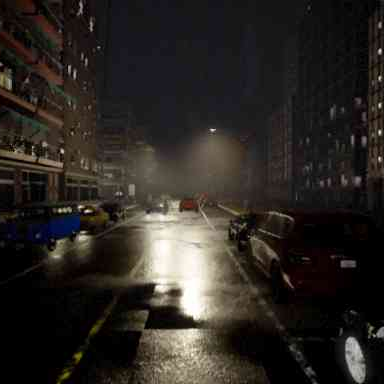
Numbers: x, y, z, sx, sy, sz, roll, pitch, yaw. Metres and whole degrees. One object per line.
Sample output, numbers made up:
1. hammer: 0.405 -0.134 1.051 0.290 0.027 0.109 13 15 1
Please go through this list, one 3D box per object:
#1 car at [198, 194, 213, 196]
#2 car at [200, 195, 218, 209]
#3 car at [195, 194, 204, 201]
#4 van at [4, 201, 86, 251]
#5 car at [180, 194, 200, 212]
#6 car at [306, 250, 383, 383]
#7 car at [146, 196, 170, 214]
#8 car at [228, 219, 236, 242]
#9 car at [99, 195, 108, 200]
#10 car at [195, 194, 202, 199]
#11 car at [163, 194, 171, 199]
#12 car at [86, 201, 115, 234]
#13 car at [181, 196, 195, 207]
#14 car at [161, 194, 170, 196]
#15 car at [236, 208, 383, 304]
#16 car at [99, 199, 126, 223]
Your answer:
1. car: 2.136 1.140 46.633 2.192 1.841 5.009 0 0 -1
2. car: 2.202 1.410 41.111 1.947 1.339 4.313 0 0 -1
3. car: 1.747 1.274 79.020 1.887 1.381 4.507 0 0 -1
4. van: -5.847 1.285 13.398 1.690 1.788 3.998 0 0 -1
5. car: -0.344 1.335 37.095 1.882 1.535 5.008 0 0 -1
6. car: 2.666 1.539 2.454 2.008 1.369 4.403 0 0 -1
7. car: -3.395 1.462 33.116 2.033 1.411 5.357 0 0 -1
8. car: 2.533 1.509 13.499 1.947 1.339 4.313 0 0 -1
9. car: -17.136 1.127 59.386 4.403 1.369 2.008 1 -1 -1
10. car: 1.612 1.228 90.254 1.752 1.417 4.829 0 0 -1
11. car: -6.766 1.255 89.984 2.008 1.369 4.403 0 0 -1
12. car: -5.912 1.448 18.752 1.752 1.417 4.829 0 0 -1
13. car: -0.497 1.328 47.323 1.837 1.490 4.892 0 0 2
14. car: -6.633 1.281 78.919 2.008 1.369 4.403 0 0 -1
15. car: 2.600 1.280 7.977 2.192 1.841 5.009 0 0 -1
16. car: -5.980 1.468 24.444 1.947 1.339 4.313 0 0 -1
